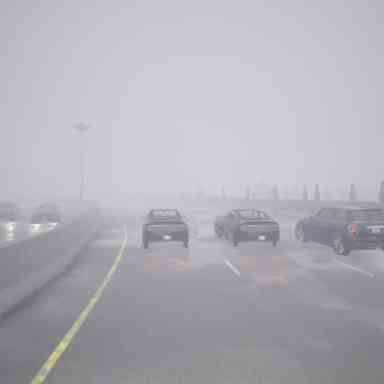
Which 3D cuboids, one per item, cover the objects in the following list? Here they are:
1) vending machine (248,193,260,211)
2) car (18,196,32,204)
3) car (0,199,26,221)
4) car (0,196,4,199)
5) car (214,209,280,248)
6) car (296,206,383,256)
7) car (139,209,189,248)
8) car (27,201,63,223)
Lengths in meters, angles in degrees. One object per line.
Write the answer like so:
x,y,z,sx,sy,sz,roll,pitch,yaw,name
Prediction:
7.442,1.172,39.954,1.100,2.100,0.880,0,0,-21,vending machine
-31.175,1.573,61.947,1.837,1.490,4.892,0,0,-40,car
-15.254,1.555,27.275,1.837,1.490,4.892,0,0,-18,car
-36.591,1.578,62.585,2.128,1.511,4.902,0,0,-43,car
2.256,1.485,14.767,2.128,1.511,4.902,0,0,-8,car
5.965,1.333,13.357,2.097,1.767,4.553,0,0,-7,car
-1.295,1.496,14.903,2.128,1.511,4.902,0,0,-9,car
-11.094,1.601,25.669,1.994,1.385,4.181,0,0,-17,car
